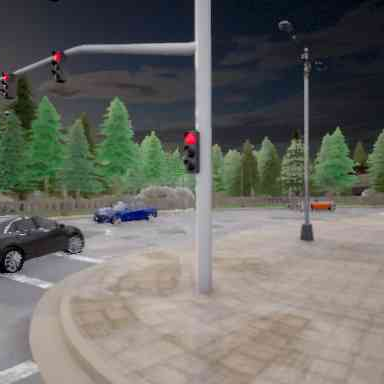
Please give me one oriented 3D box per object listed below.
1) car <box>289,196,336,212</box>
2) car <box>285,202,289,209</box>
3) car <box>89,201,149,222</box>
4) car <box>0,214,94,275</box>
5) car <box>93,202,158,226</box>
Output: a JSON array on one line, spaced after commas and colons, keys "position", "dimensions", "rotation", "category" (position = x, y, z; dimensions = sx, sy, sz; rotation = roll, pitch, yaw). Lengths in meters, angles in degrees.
[{"position": [13.649, 1.327, 37.186], "dimensions": [4.553, 1.767, 2.097], "rotation": [0, 0, -19], "category": "car"}, {"position": [13.852, 1.472, 40.955], "dimensions": [4.902, 1.511, 2.128], "rotation": [0, 0, -17], "category": "car"}, {"position": [-5.914, 1.530, 27.528], "dimensions": [1.812, 1.442, 4.674], "rotation": [0, 0, 42], "category": "car"}, {"position": [-5.346, 1.484, 10.503], "dimensions": [1.837, 1.490, 4.892], "rotation": [-4, -1, 14], "category": "car"}, {"position": [-4.629, 1.472, 23.609], "dimensions": [1.882, 1.535, 5.008], "rotation": [0, 0, 40], "category": "car"}]
